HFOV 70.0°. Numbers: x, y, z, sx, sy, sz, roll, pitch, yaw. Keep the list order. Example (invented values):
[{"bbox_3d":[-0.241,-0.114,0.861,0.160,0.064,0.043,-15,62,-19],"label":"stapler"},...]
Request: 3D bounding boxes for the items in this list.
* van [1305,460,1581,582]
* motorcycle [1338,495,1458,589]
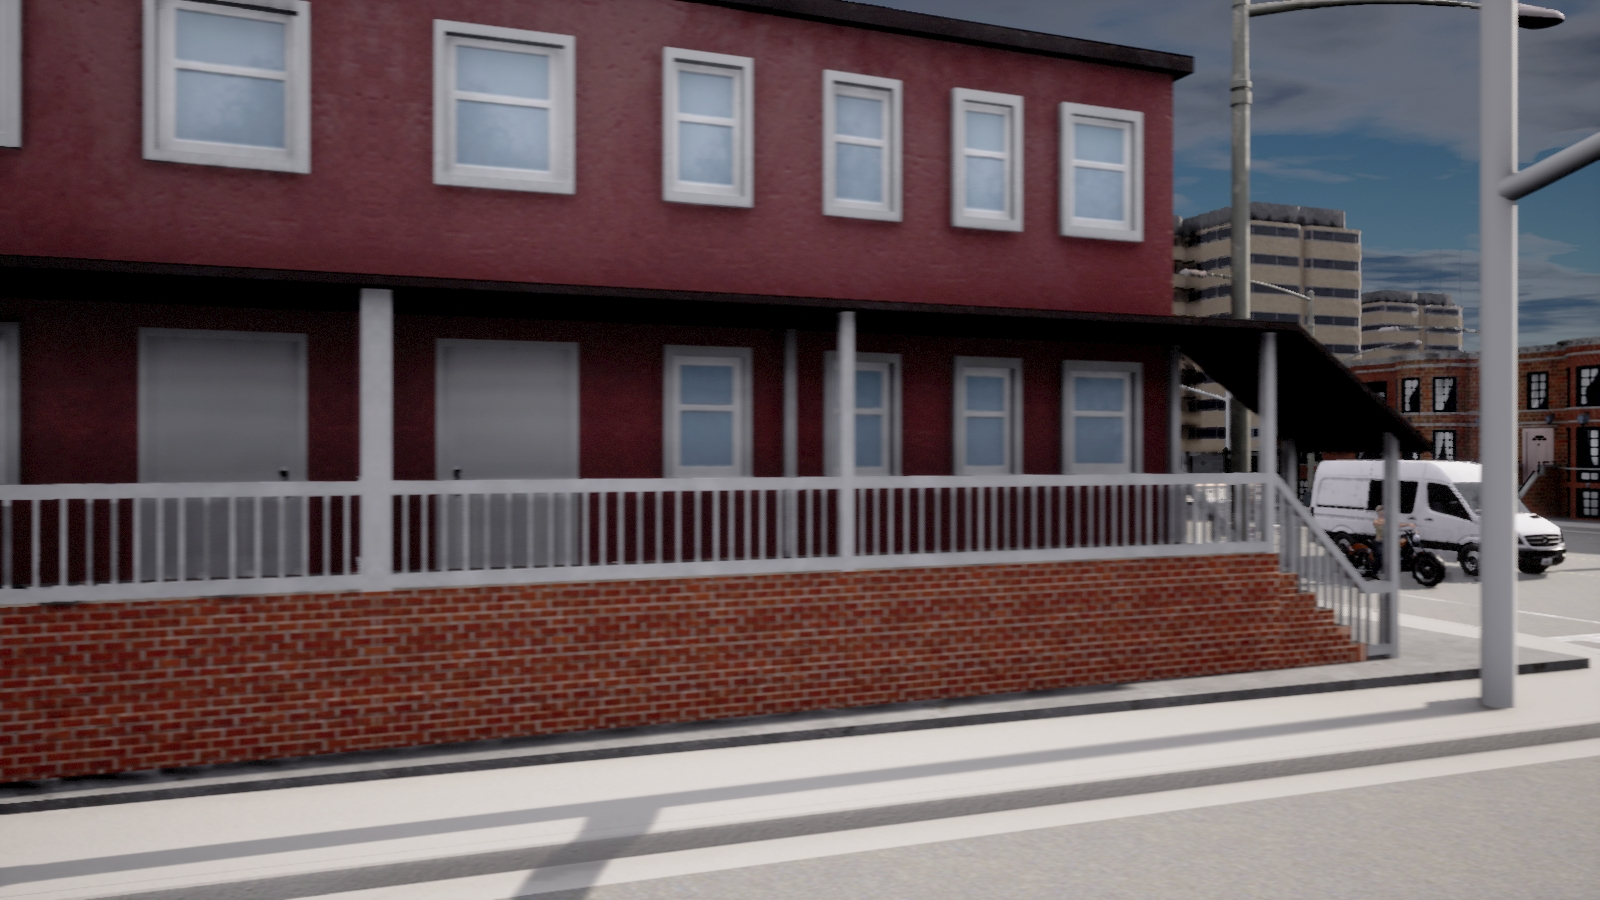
[{"bbox_3d":[15.205,1.537,27.539,1.988,2.561,5.915,0,0,-20],"label":"van"},{"bbox_3d":[12.663,1.909,24.282,0.764,1.802,2.356,0,0,-20],"label":"motorcycle"}]
